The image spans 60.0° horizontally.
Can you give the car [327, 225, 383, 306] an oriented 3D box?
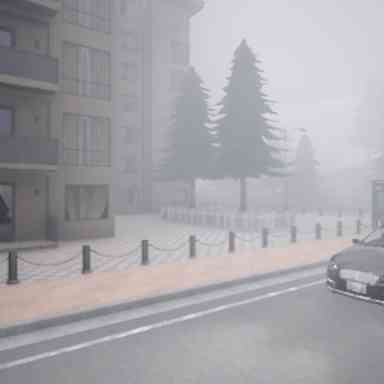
[{"bbox_3d":[5.034,1.482,7.556,4.902,1.511,2.128,0,0,-35],"label":"car"}]
